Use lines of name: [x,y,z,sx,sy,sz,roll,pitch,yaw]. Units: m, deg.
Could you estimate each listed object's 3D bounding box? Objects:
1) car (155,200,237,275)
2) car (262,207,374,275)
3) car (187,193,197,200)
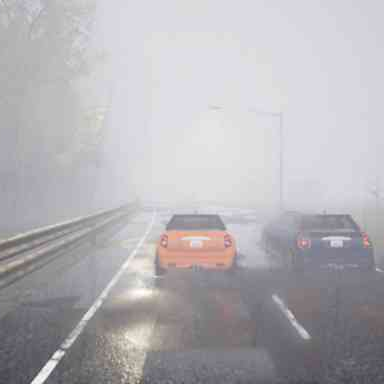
car: [0.102,1.294,10.408,2.097,1.767,4.553,0,0,0]
car: [3.601,1.295,10.401,2.097,1.767,4.553,0,0,0]
car: [0.004,0.965,68.105,2.097,1.767,4.553,0,0,0]
